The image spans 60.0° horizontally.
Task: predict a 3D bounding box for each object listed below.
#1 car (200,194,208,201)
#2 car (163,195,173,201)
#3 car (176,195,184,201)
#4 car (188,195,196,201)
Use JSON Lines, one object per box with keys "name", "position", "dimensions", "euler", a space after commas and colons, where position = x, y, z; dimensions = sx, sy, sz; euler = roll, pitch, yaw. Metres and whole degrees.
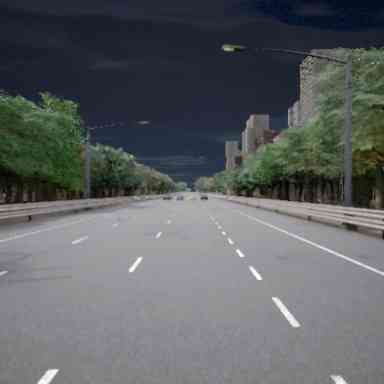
{"name": "car", "position": [3.536, 1.642, 93.288], "dimensions": [1.837, 1.490, 4.892], "euler": [0, 0, 0]}
{"name": "car", "position": [-6.963, 1.500, 93.679], "dimensions": [2.097, 1.767, 4.553], "euler": [0, 0, 0]}
{"name": "car", "position": [-3.464, 1.683, 93.291], "dimensions": [2.033, 1.411, 5.357], "euler": [0, 0, 0]}
{"name": "car", "position": [0.036, 1.621, 93.289], "dimensions": [1.882, 1.535, 5.008], "euler": [0, 0, 0]}
